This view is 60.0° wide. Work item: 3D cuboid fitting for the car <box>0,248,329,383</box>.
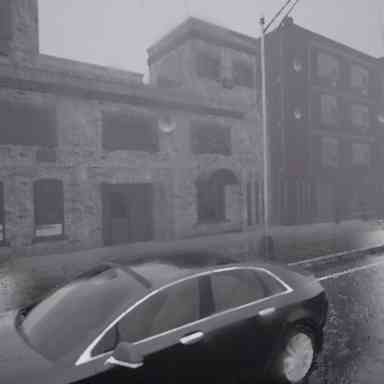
[{"bbox_3d":[-0.457,1.489,3.666,4.892,1.490,1.837,-1,0,-36],"label":"car"}]
